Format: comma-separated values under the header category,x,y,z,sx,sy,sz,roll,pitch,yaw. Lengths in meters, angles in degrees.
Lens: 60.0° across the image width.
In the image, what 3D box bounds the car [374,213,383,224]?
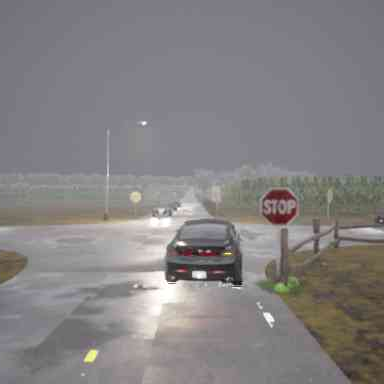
category,x,y,z,sx,sy,sz,roll,pitch,yaw
car,13.112,1.517,19.554,4.181,1.385,1.994,0,2,0

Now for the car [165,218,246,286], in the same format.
category,x,y,z,sx,sy,sz,roll,pitch,yaw
car,0.516,1.507,9.493,1.837,1.490,4.892,0,0,9

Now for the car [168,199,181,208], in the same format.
category,x,y,z,sx,sy,sz,roll,pitch,yaw
car,-2.823,1.877,54.882,1.895,1.301,4.718,0,0,0

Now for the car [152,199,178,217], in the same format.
category,x,y,z,sx,sy,sz,roll,pitch,yaw
car,-2.847,1.606,33.175,2.128,1.511,4.902,0,0,0

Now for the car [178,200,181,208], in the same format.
category,x,y,z,sx,sy,sz,roll,pitch,yaw
car,-2.838,1.736,43.603,2.033,1.411,5.357,0,0,0
